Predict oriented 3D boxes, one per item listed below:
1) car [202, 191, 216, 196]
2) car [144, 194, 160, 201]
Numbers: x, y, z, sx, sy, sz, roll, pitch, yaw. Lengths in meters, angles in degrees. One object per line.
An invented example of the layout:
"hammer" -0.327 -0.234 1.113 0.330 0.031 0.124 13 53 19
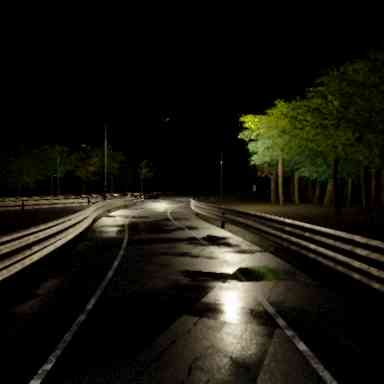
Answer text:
"car" 4.745 0.433 92.380 2.033 1.411 5.357 0 2 31
"car" -8.596 1.012 70.077 1.994 1.385 4.181 0 2 31
